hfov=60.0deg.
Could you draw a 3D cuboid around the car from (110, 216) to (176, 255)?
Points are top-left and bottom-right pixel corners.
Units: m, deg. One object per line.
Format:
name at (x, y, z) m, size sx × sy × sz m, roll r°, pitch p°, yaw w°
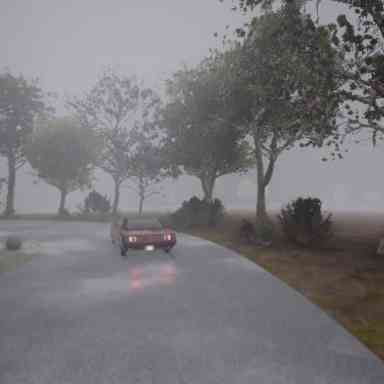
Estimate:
car at (-2.168, 1.603, 13.384) m, size 1.895 × 1.301 × 4.718 m, roll 0°, pitch 0°, yaw -19°
